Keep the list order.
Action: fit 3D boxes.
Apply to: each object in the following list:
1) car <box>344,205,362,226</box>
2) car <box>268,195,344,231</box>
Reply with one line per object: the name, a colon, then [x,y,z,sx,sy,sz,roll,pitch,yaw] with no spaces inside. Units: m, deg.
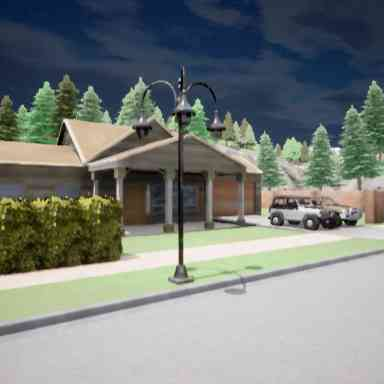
car: [8.051,1.139,20.887,1.932,1.855,4.605,0,0,-35]
car: [6.219,1.141,19.122,1.905,1.878,3.866,0,0,-35]
